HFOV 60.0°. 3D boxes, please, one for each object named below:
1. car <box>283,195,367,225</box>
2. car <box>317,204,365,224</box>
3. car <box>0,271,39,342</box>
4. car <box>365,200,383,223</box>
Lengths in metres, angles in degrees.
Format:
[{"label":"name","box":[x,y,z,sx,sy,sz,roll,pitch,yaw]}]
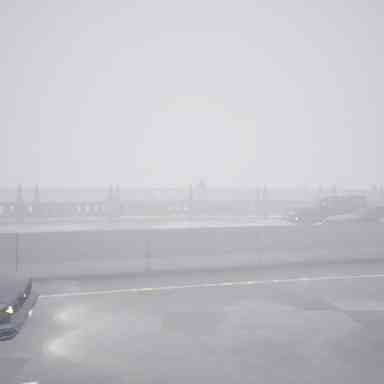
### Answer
[{"label":"car","box":[8.876,1.221,21.829,5.566,2.045,2.150,0,0,-7]},{"label":"car","box":[10.118,1.547,18.477,5.357,1.411,2.033,0,0,-6]},{"label":"car","box":[-5.145,1.548,4.602,5.357,1.411,2.033,0,0,-16]},{"label":"car","box":[10.681,1.352,14.966,4.553,1.767,2.097,0,0,-5]}]
